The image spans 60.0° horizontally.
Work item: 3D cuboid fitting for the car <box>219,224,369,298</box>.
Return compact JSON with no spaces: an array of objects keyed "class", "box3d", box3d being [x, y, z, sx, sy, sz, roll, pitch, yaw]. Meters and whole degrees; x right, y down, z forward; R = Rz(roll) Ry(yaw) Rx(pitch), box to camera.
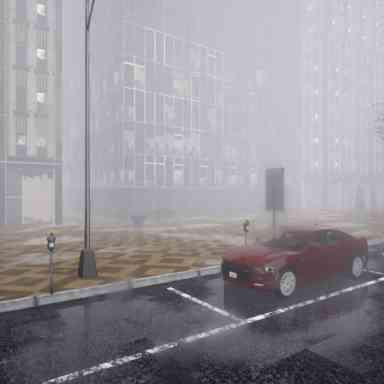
[{"class":"car","box3d":[2.717,1.545,8.484,4.507,1.381,1.887,0,0,-35]}]
